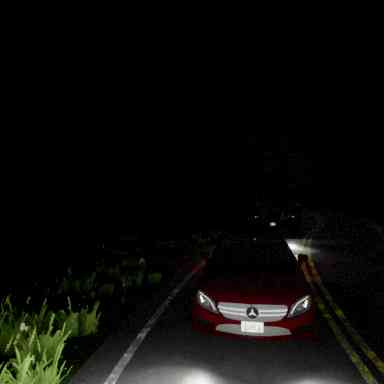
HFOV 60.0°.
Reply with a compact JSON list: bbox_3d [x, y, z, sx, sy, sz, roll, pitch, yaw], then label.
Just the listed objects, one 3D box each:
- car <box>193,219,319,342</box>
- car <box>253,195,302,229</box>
[{"bbox_3d":[1.224,1.534,6.709,1.812,1.442,4.674,-1,0,11],"label":"car"},{"bbox_3d":[4.984,1.214,18.885,2.150,2.045,5.566,-2,-1,22],"label":"car"}]
